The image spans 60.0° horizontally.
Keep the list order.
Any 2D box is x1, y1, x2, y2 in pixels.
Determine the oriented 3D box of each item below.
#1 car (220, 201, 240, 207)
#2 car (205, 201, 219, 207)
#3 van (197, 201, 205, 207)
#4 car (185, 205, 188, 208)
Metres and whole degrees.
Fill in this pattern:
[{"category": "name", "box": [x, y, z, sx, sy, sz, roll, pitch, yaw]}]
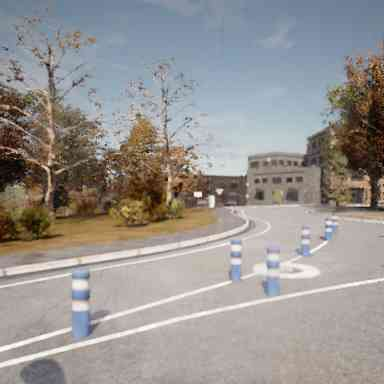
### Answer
[{"category": "car", "box": [9.043, 2.869, 76.739, 2.002, 1.452, 4.674, 2, -5, -33]}, {"category": "car", "box": [6.031, 3.185, 81.326, 2.163, 1.488, 4.792, 0, -3, -33]}, {"category": "van", "box": [2.962, 3.263, 86.030, 1.878, 1.987, 4.442, 0, -3, -33]}, {"category": "car", "box": [-2.990, 4.178, 95.157, 2.002, 1.452, 4.674, 0, -4, -33]}]
